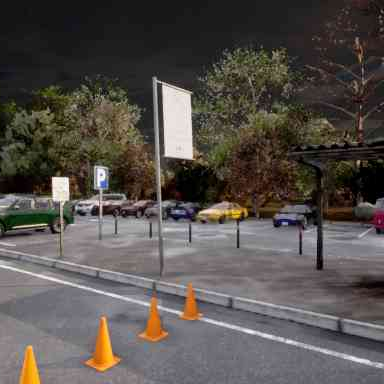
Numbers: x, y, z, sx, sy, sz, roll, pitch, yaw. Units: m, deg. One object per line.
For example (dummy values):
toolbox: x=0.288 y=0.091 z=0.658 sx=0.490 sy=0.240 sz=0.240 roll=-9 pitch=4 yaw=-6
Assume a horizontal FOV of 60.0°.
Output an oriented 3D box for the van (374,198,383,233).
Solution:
van: x=11.641 y=1.263 z=19.013 sx=1.878 sy=1.987 sz=4.442 roll=0 pitch=0 yaw=35

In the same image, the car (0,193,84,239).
car: x=-8.877 y=1.221 z=17.280 sx=2.435 sy=2.045 sz=5.566 roll=0 pitch=0 yaw=35

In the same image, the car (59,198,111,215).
car: x=-11.129 y=1.461 z=34.884 sx=2.231 sy=1.521 sz=4.892 roll=0 pitch=0 yaw=35

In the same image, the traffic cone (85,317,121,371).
traffic cone: x=-1.172 y=1.957 z=4.391 sx=0.340 sy=0.580 sz=0.340 roll=0 pitch=0 yaw=35

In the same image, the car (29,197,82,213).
car: x=-15.562 y=1.444 z=38.237 sx=1.946 sy=1.575 sz=5.366 roll=0 pitch=0 yaw=35

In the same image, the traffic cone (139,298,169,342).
traffic cone: x=-0.596 y=1.957 z=5.207 sx=0.340 sy=0.580 sz=0.340 roll=0 pitch=0 yaw=35

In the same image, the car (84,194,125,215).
car: x=-8.873 y=1.212 z=33.269 sx=2.435 sy=2.045 sz=5.566 roll=0 pitch=0 yaw=35

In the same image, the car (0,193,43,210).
car: x=-22.496 y=1.153 z=42.855 sx=2.435 sy=2.045 sz=5.566 roll=0 pitch=0 yaw=35

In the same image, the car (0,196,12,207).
car: x=-29.185 y=1.332 z=47.823 sx=1.946 sy=1.575 sz=5.366 roll=1 pitch=0 yaw=35

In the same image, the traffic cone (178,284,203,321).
traffic cone: x=-0.021 y=1.957 z=6.023 sx=0.340 sy=0.580 sz=0.340 roll=0 pitch=0 yaw=36

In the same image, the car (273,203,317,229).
car: x=7.018 y=1.513 z=22.088 sx=2.163 sy=1.488 sz=4.792 roll=0 pitch=0 yaw=35

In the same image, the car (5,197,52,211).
car: x=-20.195 y=1.452 z=41.306 sx=2.163 sy=1.488 sz=4.792 roll=0 pitch=0 yaw=35

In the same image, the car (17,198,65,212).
car: x=-17.953 y=1.468 z=39.657 sx=2.163 sy=1.488 sz=4.792 roll=0 pitch=0 yaw=35

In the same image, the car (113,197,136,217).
car: x=-4.313 y=1.469 z=30.102 sx=2.097 sy=1.535 sz=5.008 roll=0 pitch=0 yaw=35

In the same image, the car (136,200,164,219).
car: x=-2.042 y=1.473 z=28.506 sx=2.231 sy=1.521 sz=4.892 roll=0 pitch=0 yaw=35

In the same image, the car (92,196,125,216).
car: x=-6.583 y=1.466 z=31.699 sx=2.097 sy=1.535 sz=5.008 roll=0 pitch=0 yaw=35

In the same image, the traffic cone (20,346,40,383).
traffic cone: x=-1.747 y=1.957 z=3.575 sx=0.340 sy=0.580 sz=0.340 roll=0 pitch=0 yaw=35

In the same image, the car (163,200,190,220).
car: x=0.241 y=1.504 z=26.927 sx=2.163 sy=1.488 sz=4.792 roll=0 pitch=0 yaw=35

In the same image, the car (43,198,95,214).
car: x=-13.400 y=1.455 z=36.483 sx=2.097 sy=1.535 sz=5.008 roll=0 pitch=0 yaw=35

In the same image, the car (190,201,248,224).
car: x=2.387 y=1.474 z=25.155 sx=1.946 sy=1.575 sz=5.366 roll=0 pitch=0 yaw=35
